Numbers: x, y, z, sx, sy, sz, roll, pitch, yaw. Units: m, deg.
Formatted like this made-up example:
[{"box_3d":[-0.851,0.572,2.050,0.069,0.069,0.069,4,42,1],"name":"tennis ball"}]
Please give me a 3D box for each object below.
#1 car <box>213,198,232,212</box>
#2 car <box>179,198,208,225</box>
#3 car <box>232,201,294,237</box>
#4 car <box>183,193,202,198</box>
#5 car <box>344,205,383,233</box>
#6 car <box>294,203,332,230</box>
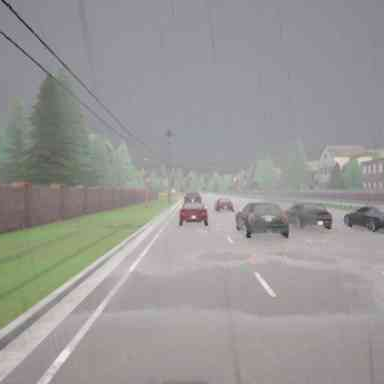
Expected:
[{"box_3d":[3.590,1.436,37.771,1.812,1.442,4.674,0,0,0],"name":"car"},{"box_3d":[0.101,1.421,23.519,1.882,1.535,5.008,0,0,0],"name":"car"},{"box_3d":[3.601,1.310,17.742,2.097,1.767,4.553,0,0,0],"name":"car"},{"box_3d":[0.104,1.123,41.451,2.150,2.045,5.566,0,0,0],"name":"car"},{"box_3d":[10.589,1.480,19.215,1.812,1.442,4.674,0,0,0],"name":"car"},{"box_3d":[7.102,1.455,20.829,1.837,1.490,4.892,0,0,0],"name":"car"}]
